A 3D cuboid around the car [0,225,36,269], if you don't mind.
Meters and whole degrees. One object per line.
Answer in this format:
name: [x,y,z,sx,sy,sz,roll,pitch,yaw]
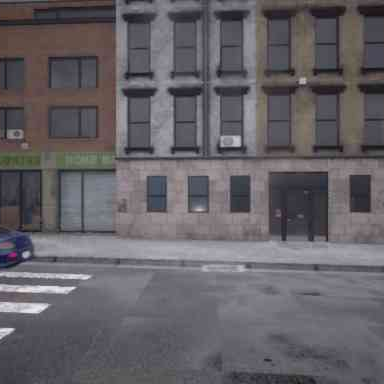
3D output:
car: [-6.574,1.411,8.726,4.674,1.442,1.812,1,0,3]
